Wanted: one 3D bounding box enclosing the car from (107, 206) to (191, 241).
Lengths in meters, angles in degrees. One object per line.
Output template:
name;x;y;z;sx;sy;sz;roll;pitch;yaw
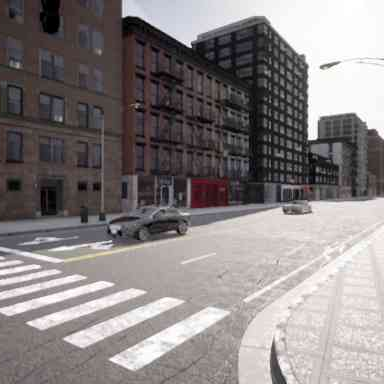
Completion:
car;-1.998;1.462;16.604;2.128;1.511;4.902;0;0;36

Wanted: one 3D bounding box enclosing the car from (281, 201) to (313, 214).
car;10.916;1.560;34.474;1.895;1.301;4.718;0;0;36
